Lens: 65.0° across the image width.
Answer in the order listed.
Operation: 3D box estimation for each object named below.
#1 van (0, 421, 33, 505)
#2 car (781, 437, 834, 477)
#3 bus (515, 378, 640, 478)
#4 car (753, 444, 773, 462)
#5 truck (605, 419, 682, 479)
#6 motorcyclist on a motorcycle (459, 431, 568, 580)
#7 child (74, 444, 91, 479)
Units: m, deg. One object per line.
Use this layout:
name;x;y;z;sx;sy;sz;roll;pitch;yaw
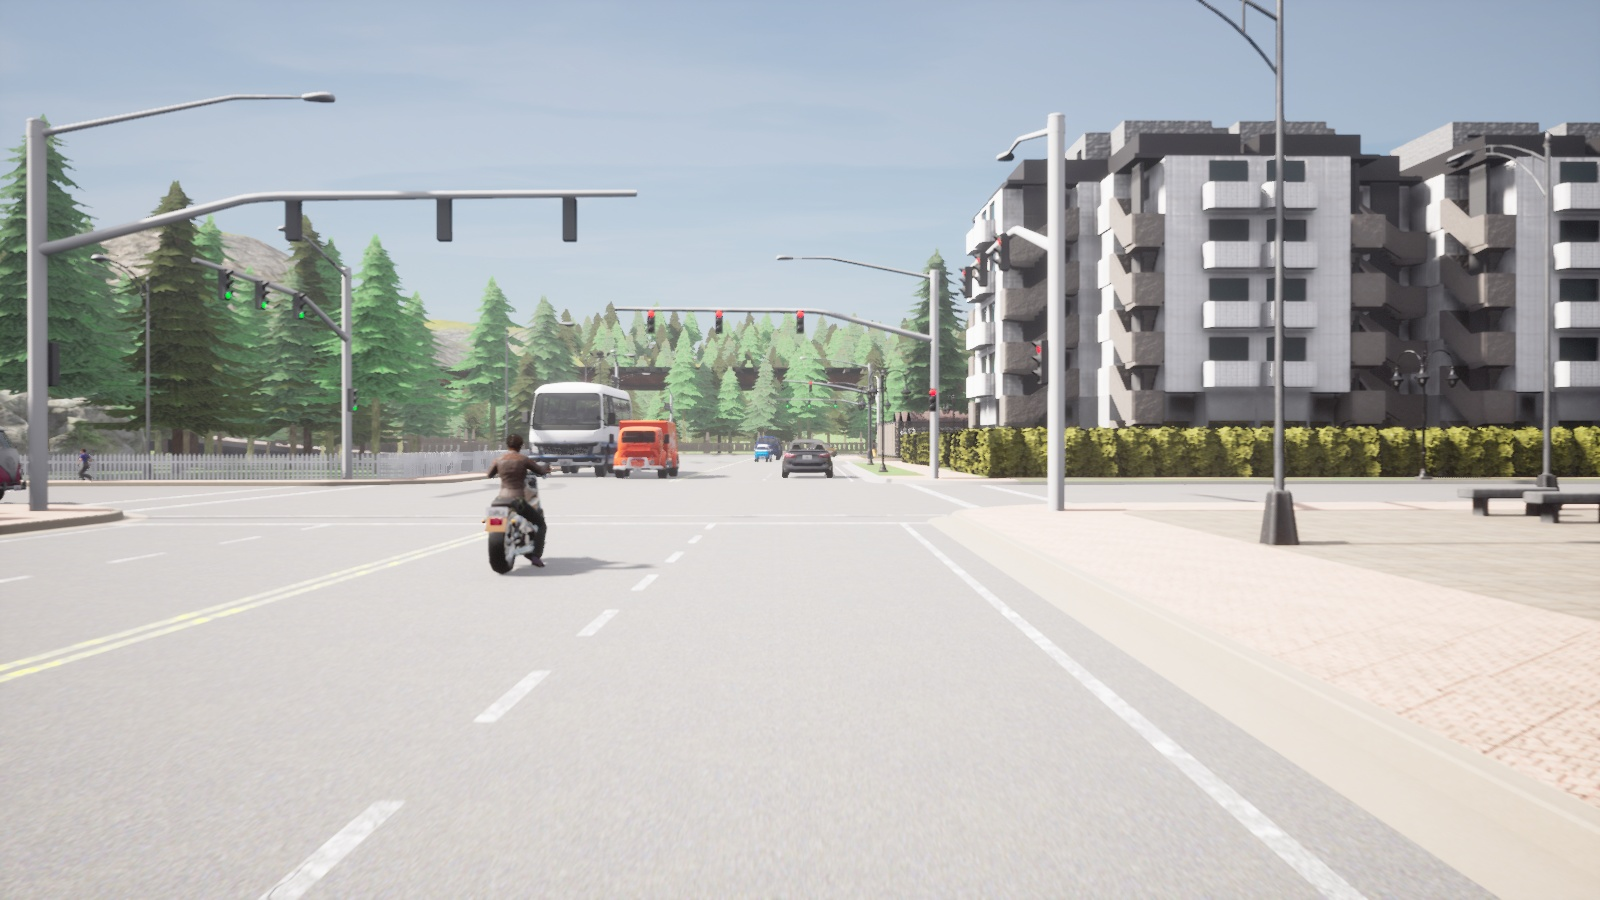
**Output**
van;-21.262;0.312;30.258;4.442;1.987;1.775;0;0;-1
car;0.329;0.279;55.359;2.242;1.667;4.611;0;0;0
bus;-10.151;-0.969;58.742;3.944;4.253;10.273;0;0;0
car;-2.924;0.241;98.905;1.481;1.376;2.207;0;1;0
truck;-6.677;-0.051;54.219;2.627;2.467;5.204;0;0;0
motorcyclist on a motorcycle;-3.399;0.609;15.108;0.766;1.649;2.350;0;0;0
child;-25.511;0.413;44.672;0.437;1.263;0.270;0;0;-1
